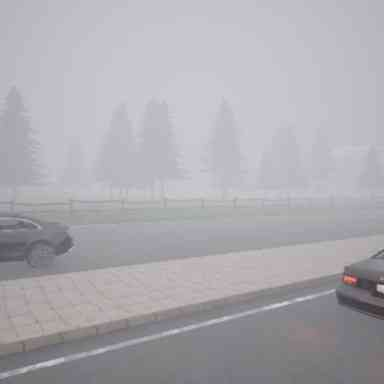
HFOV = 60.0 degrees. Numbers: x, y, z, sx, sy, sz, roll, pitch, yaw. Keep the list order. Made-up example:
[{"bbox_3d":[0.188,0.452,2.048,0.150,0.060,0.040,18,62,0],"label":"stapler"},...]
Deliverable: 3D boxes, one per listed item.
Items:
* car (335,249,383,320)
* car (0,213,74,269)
[{"bbox_3d":[5.043,1.534,6.415,5.357,1.411,2.033,0,1,-33],"label":"car"},{"bbox_3d":[-5.839,1.361,9.209,4.902,1.511,2.128,0,1,-32],"label":"car"}]
